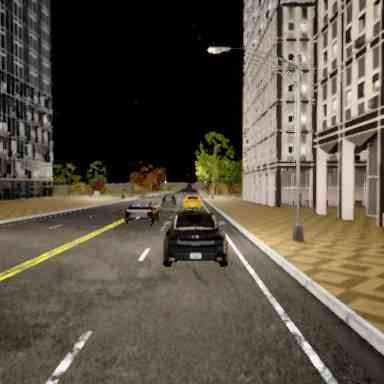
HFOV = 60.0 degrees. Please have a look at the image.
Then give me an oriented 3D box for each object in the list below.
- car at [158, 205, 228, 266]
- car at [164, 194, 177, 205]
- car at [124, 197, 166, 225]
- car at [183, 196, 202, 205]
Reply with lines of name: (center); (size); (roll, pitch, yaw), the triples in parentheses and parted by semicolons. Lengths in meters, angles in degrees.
car: (0.098, 1.399, 11.098); (1.837, 1.490, 4.892); (0, 1, 0)
car: (-3.162, 1.036, 46.855); (2.128, 1.511, 4.902); (0, 1, 0)
car: (-3.155, 1.283, 21.860); (2.128, 1.511, 4.902); (0, 1, 0)
car: (0.092, 1.131, 35.927); (1.882, 1.535, 5.008); (0, 1, 0)
